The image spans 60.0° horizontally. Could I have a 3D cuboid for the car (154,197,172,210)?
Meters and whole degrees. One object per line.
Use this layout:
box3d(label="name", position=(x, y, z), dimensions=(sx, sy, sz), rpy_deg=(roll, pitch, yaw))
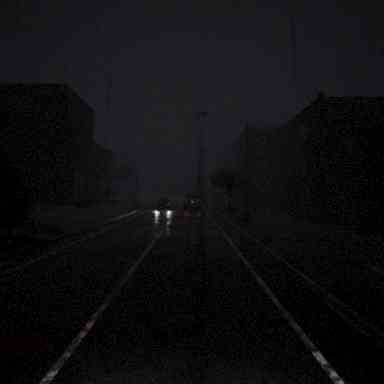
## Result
box3d(label="car", position=(-3.628, 1.483, 42.488), dimensions=(1.837, 1.490, 4.892), rpy_deg=(0, 1, 0))

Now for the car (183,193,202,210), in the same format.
box3d(label="car", position=(0.062, 1.196, 42.886), dimensions=(2.150, 2.045, 5.566), rpy_deg=(0, 1, 0))
